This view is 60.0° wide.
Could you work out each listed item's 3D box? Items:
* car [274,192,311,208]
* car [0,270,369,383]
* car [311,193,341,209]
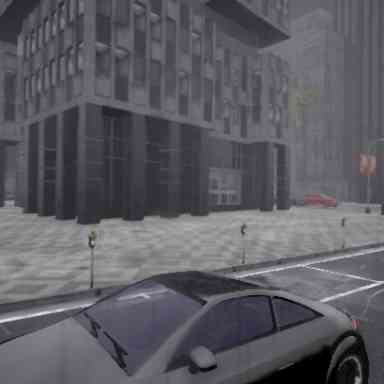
[{"bbox_3d":[13.655,1.111,47.938,2.150,2.045,5.566,1,0,-35],"label":"car"},{"bbox_3d":[-0.102,1.583,3.305,4.181,1.385,1.994,1,0,-35],"label":"car"},{"bbox_3d":[18.130,1.207,47.238,2.150,2.045,5.566,1,1,-35],"label":"car"}]
